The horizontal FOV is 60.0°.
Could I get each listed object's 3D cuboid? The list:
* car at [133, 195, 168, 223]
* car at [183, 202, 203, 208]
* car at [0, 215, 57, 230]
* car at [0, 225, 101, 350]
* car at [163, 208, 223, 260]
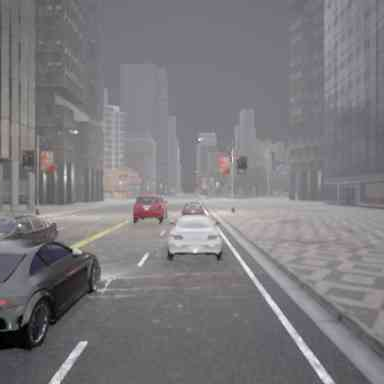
[{"bbox_3d":[-3.155,1.255,25.787,2.150,2.045,5.566,0,0,0],"label":"car"},{"bbox_3d":[0.095,1.599,30.184,1.994,1.385,4.181,0,0,0],"label":"car"},{"bbox_3d":[-6.601,1.571,12.013,2.033,1.411,5.357,0,0,0],"label":"car"},{"bbox_3d":[-3.150,1.579,6.247,1.994,1.385,4.181,0,0,0],"label":"car"},{"bbox_3d":[0.098,1.550,12.492,1.812,1.442,4.674,0,0,0],"label":"car"}]
